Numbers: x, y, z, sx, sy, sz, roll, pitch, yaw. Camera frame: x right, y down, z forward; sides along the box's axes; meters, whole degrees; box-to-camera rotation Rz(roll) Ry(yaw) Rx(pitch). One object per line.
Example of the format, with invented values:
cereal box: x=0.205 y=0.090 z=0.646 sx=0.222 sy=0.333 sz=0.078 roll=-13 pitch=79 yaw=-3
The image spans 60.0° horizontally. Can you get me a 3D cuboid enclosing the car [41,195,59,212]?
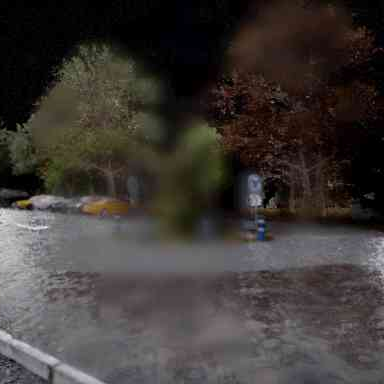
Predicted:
car: x=-11.492 y=1.206 z=32.178 sx=2.163 sy=1.488 sz=4.792 roll=2 pitch=1 yaw=36

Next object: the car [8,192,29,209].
car: x=-16.066 y=1.050 z=35.305 sx=1.946 sy=1.575 sz=5.366 roll=2 pitch=1 yaw=36

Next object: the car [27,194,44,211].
car: x=-13.718 y=1.155 z=33.827 sx=2.002 sy=1.452 sz=4.674 roll=2 pitch=1 yaw=36

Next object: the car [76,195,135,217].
car: x=-7.095 y=1.297 z=29.016 sx=2.097 sy=1.535 sz=5.008 roll=2 pitch=1 yaw=36

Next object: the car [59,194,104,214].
car: x=-9.313 y=1.110 z=30.671 sx=2.185 sy=1.767 sz=4.553 roll=2 pitch=1 yaw=36

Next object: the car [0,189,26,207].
car: x=-20.417 y=0.679 z=38.729 sx=2.435 sy=2.045 sz=5.566 roll=2 pitch=1 yaw=36
